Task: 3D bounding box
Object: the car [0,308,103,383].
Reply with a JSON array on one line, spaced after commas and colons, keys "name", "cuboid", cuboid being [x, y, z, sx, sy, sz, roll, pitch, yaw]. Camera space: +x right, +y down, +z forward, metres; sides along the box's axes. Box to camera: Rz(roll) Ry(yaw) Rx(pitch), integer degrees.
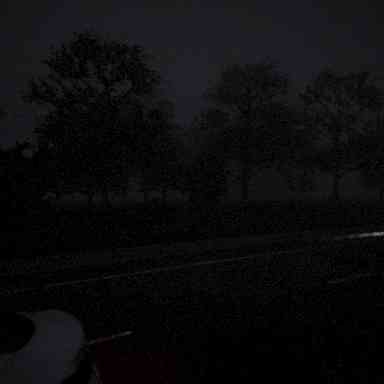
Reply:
[{"name": "car", "cuboid": [-2.876, 1.520, 1.828, 4.674, 1.442, 1.812, 0, 0, -35]}]
